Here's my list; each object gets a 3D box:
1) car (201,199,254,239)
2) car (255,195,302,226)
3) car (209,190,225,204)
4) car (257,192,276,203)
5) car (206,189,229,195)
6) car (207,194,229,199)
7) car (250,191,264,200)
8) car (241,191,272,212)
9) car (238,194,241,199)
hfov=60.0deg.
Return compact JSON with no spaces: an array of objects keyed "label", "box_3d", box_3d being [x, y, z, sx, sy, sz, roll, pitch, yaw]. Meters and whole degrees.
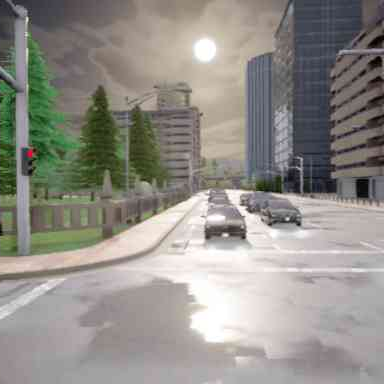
[{"label":"car","box_3d":[1.508,1.302,15.988,2.033,1.411,5.357,0,1,4]},{"label":"car","box_3d":[5.279,1.171,20.286,1.837,1.490,4.892,0,1,4]},{"label":"car","box_3d":[3.451,0.660,46.161,2.097,1.767,4.553,0,1,4]},{"label":"car","box_3d":[10.541,0.804,47.393,1.994,1.385,4.181,0,1,4]},{"label":"car","box_3d":[2.796,0.677,36.191,2.150,2.045,5.566,0,1,4]},{"label":"car","box_3d":[2.129,1.153,26.042,2.033,1.411,5.357,0,1,4]},{"label":"car","box_3d":[11.147,0.598,57.322,1.837,1.490,4.892,0,1,4]},{"label":"car","box_3d":[5.852,0.883,29.389,2.097,1.767,4.553,0,1,4]},{"label":"car","box_3d":[6.558,0.882,39.779,1.837,1.490,4.892,0,1,4]}]
